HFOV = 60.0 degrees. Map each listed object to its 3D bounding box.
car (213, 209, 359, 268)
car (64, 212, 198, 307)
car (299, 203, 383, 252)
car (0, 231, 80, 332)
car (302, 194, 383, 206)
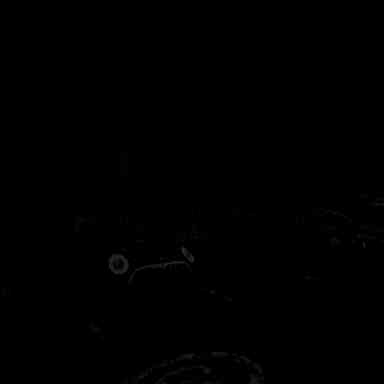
[{"bbox_3d":[2.728,1.467,11.428,2.163,1.488,4.792,0,0,-36],"label":"car"},{"bbox_3d":[-1.818,1.346,8.187,2.185,1.767,4.553,0,0,-36],"label":"car"},{"bbox_3d":[5.004,1.404,13.023,2.231,1.521,4.892,-1,1,-35],"label":"car"},{"bbox_3d":[-4.086,1.505,6.567,2.163,1.488,4.792,0,0,-36],"label":"car"},{"bbox_3d":[7.291,1.107,14.611,2.435,2.045,5.566,-1,1,-35],"label":"car"}]
